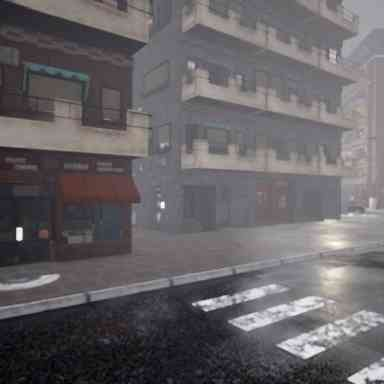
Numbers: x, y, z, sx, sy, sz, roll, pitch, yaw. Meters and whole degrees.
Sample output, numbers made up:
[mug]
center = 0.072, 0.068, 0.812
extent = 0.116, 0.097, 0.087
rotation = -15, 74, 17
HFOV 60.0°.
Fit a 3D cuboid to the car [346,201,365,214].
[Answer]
[car]
center = 18.201, 1.760, 38.452
extent = 1.895, 1.301, 4.718
rotation = 0, 0, 5
